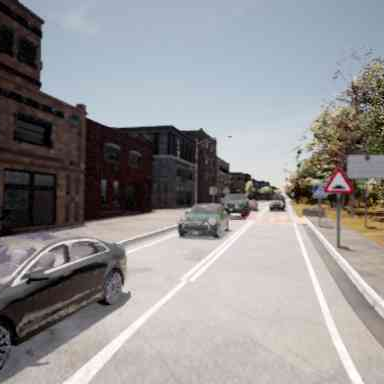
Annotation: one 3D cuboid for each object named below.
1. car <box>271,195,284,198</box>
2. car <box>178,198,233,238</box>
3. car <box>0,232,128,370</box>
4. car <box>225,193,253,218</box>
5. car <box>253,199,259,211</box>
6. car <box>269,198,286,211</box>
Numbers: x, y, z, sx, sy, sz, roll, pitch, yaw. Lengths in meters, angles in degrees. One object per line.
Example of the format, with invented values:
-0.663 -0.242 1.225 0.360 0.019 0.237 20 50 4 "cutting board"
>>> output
13.667 1.435 52.723 2.150 2.045 5.566 1 0 16 "car"
0.756 1.441 18.519 2.097 1.767 4.553 1 0 15 "car"
-2.827 1.510 5.619 2.128 1.511 4.902 1 -1 17 "car"
3.935 1.137 30.065 2.150 2.045 5.566 1 0 15 "car"
7.488 1.676 42.807 1.812 1.442 4.674 1 0 16 "car"
10.988 1.782 43.080 1.895 1.301 4.718 1 0 16 "car"
